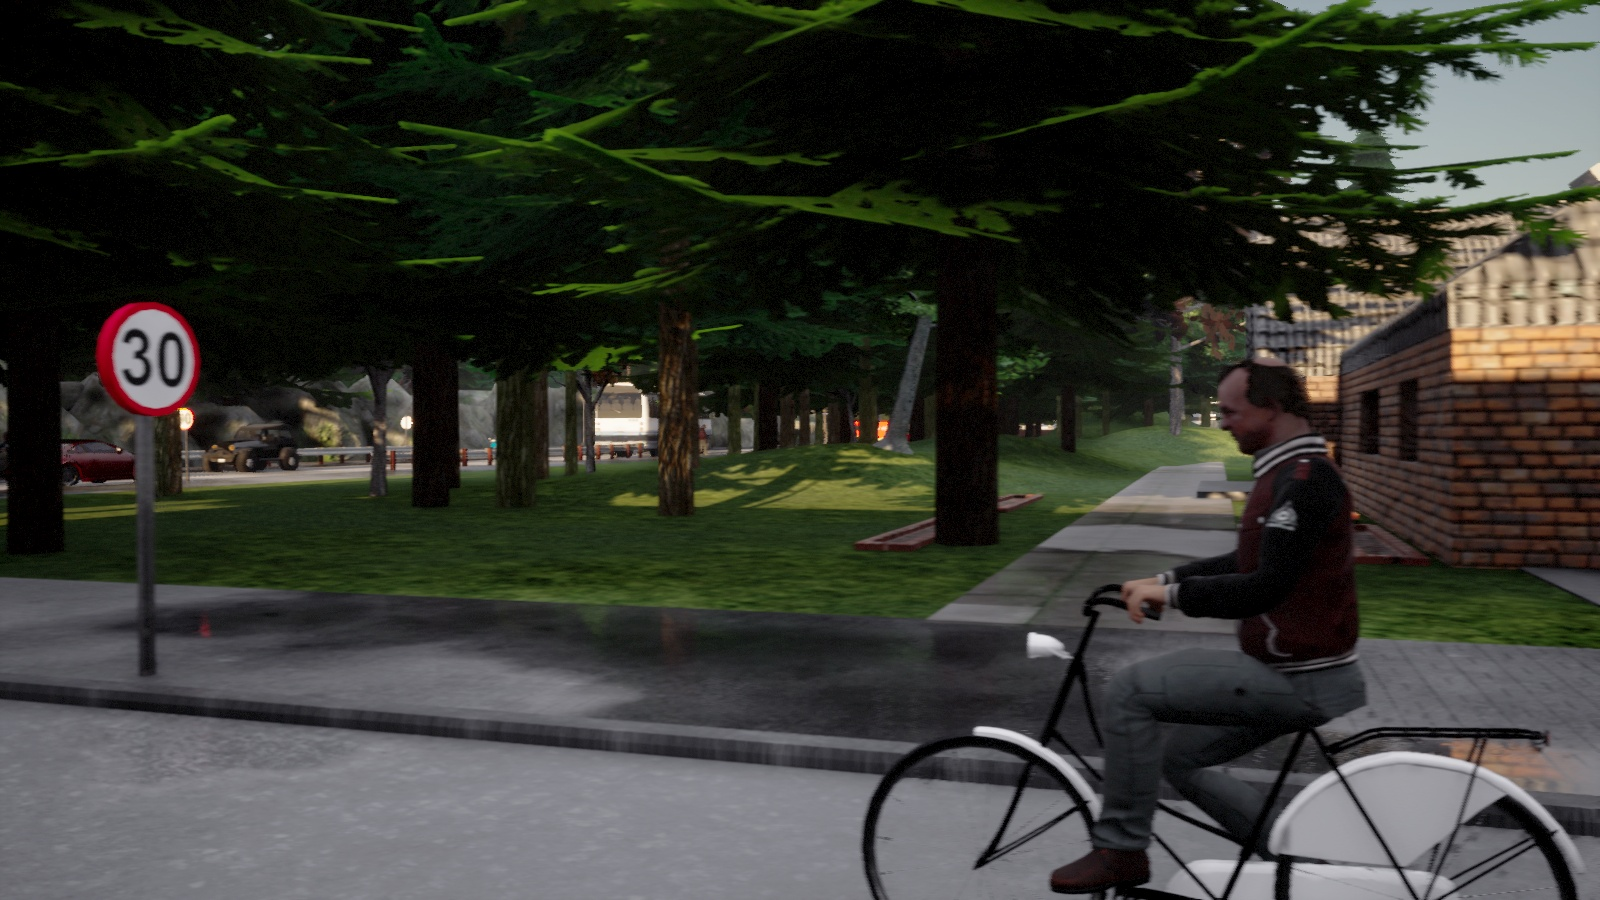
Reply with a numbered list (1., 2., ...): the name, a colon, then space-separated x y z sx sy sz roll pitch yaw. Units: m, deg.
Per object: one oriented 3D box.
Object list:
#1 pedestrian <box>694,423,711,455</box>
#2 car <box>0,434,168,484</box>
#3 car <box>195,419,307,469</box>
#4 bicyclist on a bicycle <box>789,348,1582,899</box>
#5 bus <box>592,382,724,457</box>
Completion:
1. pedestrian: -5.596 -0.641 72.206 0.899 1.844 0.634 0 1 -8
2. car: -21.201 0.214 37.282 1.994 1.385 4.181 1 1 18
3. car: -21.459 -0.247 49.255 1.905 1.878 3.866 1 1 18
4. bicyclist on a bicycle: 0.953 0.646 3.398 1.843 1.776 0.659 1 1 19
5. bus: -8.383 -1.797 75.894 3.944 4.253 10.273 1 1 19
